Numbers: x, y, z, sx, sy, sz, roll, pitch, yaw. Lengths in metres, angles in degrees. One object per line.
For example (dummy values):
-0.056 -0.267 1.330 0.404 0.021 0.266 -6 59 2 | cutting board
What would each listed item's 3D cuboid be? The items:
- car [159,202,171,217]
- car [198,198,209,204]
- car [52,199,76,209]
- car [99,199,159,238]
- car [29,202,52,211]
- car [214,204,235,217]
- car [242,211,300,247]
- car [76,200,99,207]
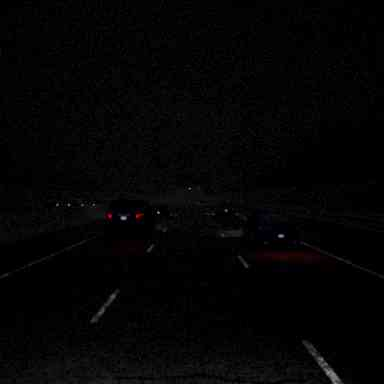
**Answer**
-3.424 1.894 36.377 1.837 1.490 4.892 0 -1 0 | car
3.438 2.531 90.041 2.163 1.488 4.792 0 -1 0 | car
-17.608 1.866 47.266 2.097 1.767 4.553 0 -1 0 | car
-3.412 1.425 19.267 2.150 2.045 5.566 0 -1 0 | car
-21.106 2.073 46.708 1.994 1.385 4.181 0 -1 0 | car
3.575 1.957 36.828 1.994 1.385 4.181 0 -1 0 | car
3.590 1.645 15.869 1.882 1.535 5.008 0 -1 0 | car
-14.111 1.861 46.909 2.097 1.767 4.553 0 -1 0 | car
